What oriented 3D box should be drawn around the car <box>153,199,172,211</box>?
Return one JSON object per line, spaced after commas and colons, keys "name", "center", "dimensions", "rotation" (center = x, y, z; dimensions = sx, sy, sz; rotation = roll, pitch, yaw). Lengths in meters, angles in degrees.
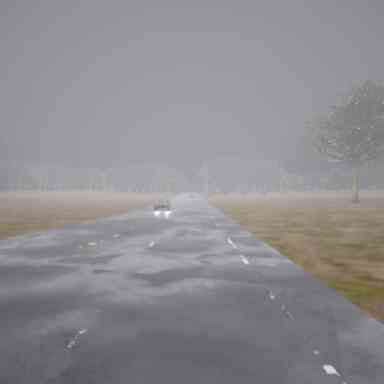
{"name": "car", "center": [-3.510, 1.485, 40.190], "dimensions": [1.994, 1.385, 4.181], "rotation": [0, 0, 0]}
